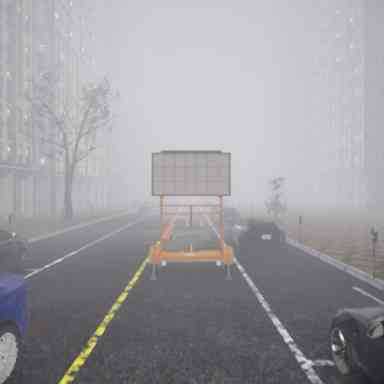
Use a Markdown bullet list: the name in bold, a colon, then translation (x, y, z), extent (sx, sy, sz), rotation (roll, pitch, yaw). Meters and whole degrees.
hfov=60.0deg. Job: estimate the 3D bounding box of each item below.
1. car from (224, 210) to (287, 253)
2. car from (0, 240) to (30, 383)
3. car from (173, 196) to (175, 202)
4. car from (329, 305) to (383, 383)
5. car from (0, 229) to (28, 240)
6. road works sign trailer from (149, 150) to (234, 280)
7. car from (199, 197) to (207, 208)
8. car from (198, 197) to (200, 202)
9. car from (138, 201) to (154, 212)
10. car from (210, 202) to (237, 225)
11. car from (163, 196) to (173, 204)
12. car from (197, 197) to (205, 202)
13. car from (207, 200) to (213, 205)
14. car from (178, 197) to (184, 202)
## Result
- **car**: translation (2.652, 1.658, 13.920), extent (1.947, 1.339, 4.313), rotation (-1, 0, 0)
- **car**: translation (-3.106, 1.494, 2.423), extent (1.882, 1.535, 5.008), rotation (0, 0, 0)
- **car**: translation (-5.875, 2.097, 81.593), extent (1.802, 1.307, 4.206), rotation (-1, 0, 0)
- **car**: translation (2.677, 1.584, 2.634), extent (1.947, 1.339, 4.313), rotation (-1, 0, 0)
- **car**: translation (-5.717, 1.621, 8.257), extent (1.947, 1.339, 4.313), rotation (-1, 0, 0)
- **road works sign trailer**: translation (-0.021, 0.532, 10.186), extent (2.380, 3.560, 2.880), rotation (0, 0, 0)
- **car**: translation (2.566, 1.888, 53.419), extent (1.887, 1.381, 4.507), rotation (-1, 0, 0)
- **car**: translation (2.518, 2.032, 75.989), extent (2.008, 1.369, 4.403), rotation (-1, 0, 0)
- **car**: translation (-5.790, 1.823, 42.104), extent (2.008, 1.369, 4.403), rotation (-1, 0, 0)
- **car**: translation (2.627, 1.709, 25.205), extent (1.887, 1.381, 4.507), rotation (-1, 0, 0)
- **car**: translation (-5.863, 2.006, 75.782), extent (1.752, 1.417, 4.829), rotation (-1, 0, 0)
- **car**: translation (2.481, 2.133, 92.917), extent (2.008, 1.369, 4.403), rotation (-1, 0, 0)
- **car**: translation (2.615, 1.727, 31.018), extent (1.752, 1.417, 4.829), rotation (-1, 0, 0)
- **car**: translation (-3.204, 2.082, 94.171), extent (2.128, 1.511, 4.902), rotation (0, 0, 0)
